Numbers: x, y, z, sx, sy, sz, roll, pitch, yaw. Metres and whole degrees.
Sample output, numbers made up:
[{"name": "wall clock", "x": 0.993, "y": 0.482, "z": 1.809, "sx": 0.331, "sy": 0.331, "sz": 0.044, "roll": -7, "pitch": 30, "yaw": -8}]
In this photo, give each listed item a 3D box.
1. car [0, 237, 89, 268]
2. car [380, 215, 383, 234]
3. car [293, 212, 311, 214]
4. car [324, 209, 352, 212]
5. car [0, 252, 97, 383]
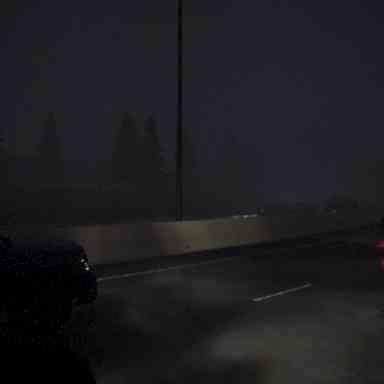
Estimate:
[{"name": "car", "x": -4.334, "y": 1.218, "z": 4.960, "sx": 5.566, "sy": 2.045, "sz": 2.150, "roll": 0, "pitch": 0, "yaw": -36}, {"name": "car", "x": 12.286, "y": 1.613, "z": 18.951, "sx": 2.128, "sy": 1.511, "sz": 4.902, "roll": 0, "pitch": 0, "yaw": 45}, {"name": "car", "x": 11.200, "y": 1.715, "z": 33.735, "sx": 2.033, "sy": 1.411, "sz": 5.357, "roll": 0, "pitch": 0, "yaw": 38}, {"name": "car", "x": 14.783, "y": 1.405, "z": 32.697, "sx": 2.150, "sy": 2.045, "sz": 5.566, "roll": 0, "pitch": -1, "yaw": 37}, {"name": "car", "x": -2.945, "y": 1.482, "z": 1.648, "sx": 4.902, "sy": 1.511, "sz": 2.128, "roll": 0, "pitch": 0, "yaw": -36}]
